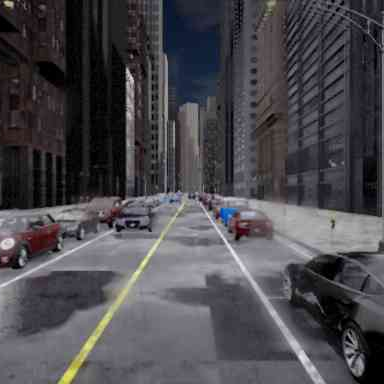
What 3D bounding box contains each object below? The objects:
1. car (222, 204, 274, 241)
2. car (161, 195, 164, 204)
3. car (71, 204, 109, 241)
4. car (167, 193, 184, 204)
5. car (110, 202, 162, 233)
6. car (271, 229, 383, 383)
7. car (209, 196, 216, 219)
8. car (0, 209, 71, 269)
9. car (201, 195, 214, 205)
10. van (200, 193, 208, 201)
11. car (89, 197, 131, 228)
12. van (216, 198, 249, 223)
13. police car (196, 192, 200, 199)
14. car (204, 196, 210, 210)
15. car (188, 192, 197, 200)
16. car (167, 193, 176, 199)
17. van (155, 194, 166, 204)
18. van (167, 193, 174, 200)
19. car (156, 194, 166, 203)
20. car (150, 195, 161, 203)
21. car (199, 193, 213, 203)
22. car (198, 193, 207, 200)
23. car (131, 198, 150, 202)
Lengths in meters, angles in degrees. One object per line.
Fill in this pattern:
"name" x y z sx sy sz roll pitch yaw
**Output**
"car" 2.765 1.504 16.397 1.887 1.381 4.507 0 0 0
"car" -5.758 1.469 50.039 1.802 1.307 4.206 0 0 0
"car" -5.760 1.510 16.382 2.008 1.369 4.403 0 0 0
"car" -3.037 1.346 60.675 1.882 1.535 5.008 0 0 1
"car" -3.098 1.516 19.306 1.994 1.385 4.181 0 0 0
"car" 2.764 1.552 5.178 1.947 1.339 4.313 0 0 0
"car" 2.766 1.372 27.614 1.967 1.590 4.097 0 0 0
"car" -5.760 1.413 10.772 1.967 1.590 4.097 0 0 0
"car" 2.767 1.469 50.051 1.802 1.307 4.206 0 0 0
"van" 2.769 1.181 78.096 1.690 1.788 3.998 0 0 0
"car" -5.759 1.261 21.991 2.192 1.841 5.009 0 0 0
"van" 2.766 1.286 22.005 1.690 1.788 3.998 0 0 0
"police car" 2.372 1.282 67.549 1.930 1.638 5.238 0 0 0
"car" 2.767 1.474 38.832 1.947 1.339 4.313 0 0 0
"car" 0.007 1.201 85.332 1.882 1.535 5.008 0 0 0
"car" -5.754 1.129 94.914 2.192 1.841 5.009 0 0 0
"van" -5.757 1.209 61.257 1.690 1.788 3.998 0 0 0
"van" -5.755 1.163 89.305 1.690 1.788 3.998 0 0 0
"car" -5.757 1.403 55.478 1.752 1.417 4.829 0 0 0
"car" -5.758 1.448 44.429 2.008 1.369 4.403 0 0 0
"car" 2.768 1.192 55.659 2.192 1.841 5.009 0 0 0
"car" 2.770 1.137 89.314 2.192 1.841 5.009 0 0 0
"car" -5.759 1.486 33.210 1.947 1.339 4.313 0 0 0
